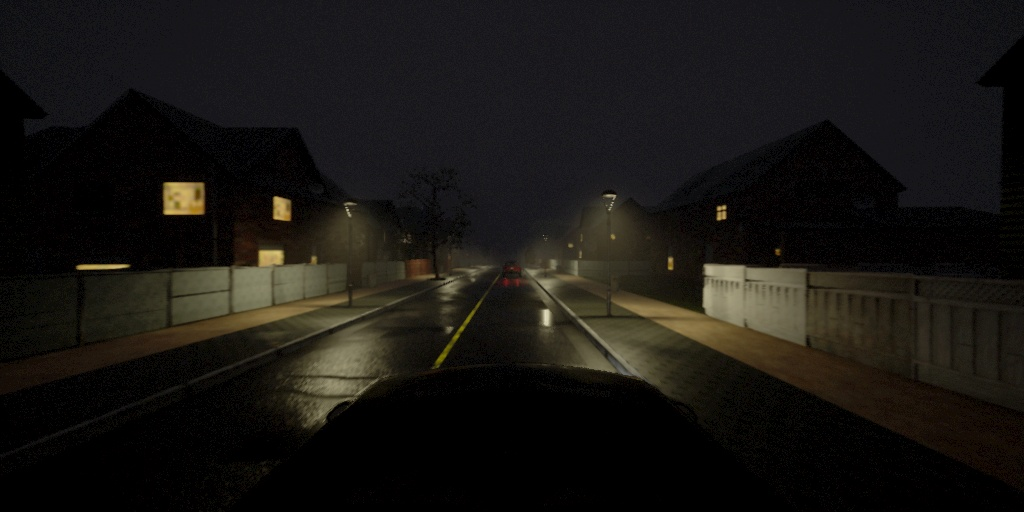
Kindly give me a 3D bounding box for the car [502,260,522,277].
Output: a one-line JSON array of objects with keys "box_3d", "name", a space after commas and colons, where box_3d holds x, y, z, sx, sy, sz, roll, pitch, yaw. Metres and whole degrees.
[{"box_3d": [-0.003, 1.228, 35.963, 2.033, 1.649, 4.856, 0, -1, 0], "name": "car"}]
